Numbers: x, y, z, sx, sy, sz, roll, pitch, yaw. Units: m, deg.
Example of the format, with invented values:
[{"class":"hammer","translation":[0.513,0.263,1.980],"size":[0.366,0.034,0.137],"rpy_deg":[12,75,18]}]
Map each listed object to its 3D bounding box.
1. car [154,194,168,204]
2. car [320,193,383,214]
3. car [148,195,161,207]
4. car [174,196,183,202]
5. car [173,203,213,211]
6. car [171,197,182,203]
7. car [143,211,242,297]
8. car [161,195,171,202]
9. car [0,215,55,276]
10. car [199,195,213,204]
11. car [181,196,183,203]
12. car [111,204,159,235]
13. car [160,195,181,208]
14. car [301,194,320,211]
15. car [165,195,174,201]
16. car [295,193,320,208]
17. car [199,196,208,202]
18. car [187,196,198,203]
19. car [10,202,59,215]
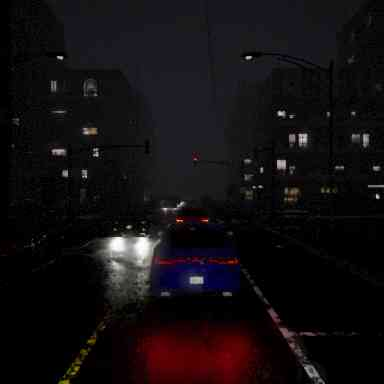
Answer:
[{"class":"car","translation":[-5.782,1.336,63.203],"size":[2.192,1.841,5.009],"rpy_deg":[0,0,0]},{"class":"car","translation":[14.651,1.029,29.805],"size":[5.009,1.841,2.192],"rpy_deg":[-1,1,-1]},{"class":"car","translation":[-5.765,1.580,51.838],"size":[1.947,1.339,4.313],"rpy_deg":[0,0,0]},{"class":"car","translation":[-3.114,1.621,78.539],"size":[1.895,1.301,4.718],"rpy_deg":[0,0,0]},{"class":"car","translation":[0.072,1.526,17.952],"size":[1.812,1.442,4.674],"rpy_deg":[0,0,1]},{"class":"car","translation":[-3.109,1.626,68.201],"size":[1.895,1.301,4.718],"rpy_deg":[0,0,0]},{"class":"car","translation":[0.090,1.477,8.612],"size":[1.882,1.535,5.008],"rpy_deg":[0,0,0]},{"class":"car","translation":[-5.798,1.470,74.569],"size":[1.967,1.590,4.097],"rpy_deg":[0,0,0]},{"class":"car","translation":[-5.755,1.582,9.815],"size":[1.802,1.307,4.206],"rpy_deg":[0,0,0]},{"class":"car","translation":[2.607,1.458,57.535],"size":[1.967,1.590,4.097],"rpy_deg":[0,0,0]},{"class":"car","translation":[-3.163,1.370,58.692],"size":[2.097,1.767,4.553],"rpy_deg":[0,0,0]},{"class":"car","translation":[-3.161,1.564,18.631],"size":[1.994,1.385,4.181],"rpy_deg":[0,0,-1]},{"class":"car","translation":[-3.151,1.560,49.210],"size":[2.033,1.411,5.357],"rpy_deg":[0,0,-1]},{"class":"car","translation":[14.732,1.205,35.614],"size":[4.892,1.490,1.837],"rpy_deg":[-1,0,-1]},{"class":"car","translation":[-5.814,1.480,85.934],"size":[1.967,1.590,4.097],"rpy_deg":[0,0,0]},{"class":"car","translation":[14.505,1.014,38.183],"size":[5.009,1.841,2.192],"rpy_deg":[-1,1,-1]},{"class":"car","translation":[2.583,1.612,74.582],"size":[1.802,1.307,4.206],"rpy_deg":[0,0,0]},{"class":"car","translation":[-0.084,1.547,73.303],"size":[2.128,1.511,4.902],"rpy_deg":[0,0,0]},{"class":"car","translation":[-15.456,1.742,32.118],"size":[5.008,1.535,1.882],"rpy_deg":[-1,0,-1]}]
